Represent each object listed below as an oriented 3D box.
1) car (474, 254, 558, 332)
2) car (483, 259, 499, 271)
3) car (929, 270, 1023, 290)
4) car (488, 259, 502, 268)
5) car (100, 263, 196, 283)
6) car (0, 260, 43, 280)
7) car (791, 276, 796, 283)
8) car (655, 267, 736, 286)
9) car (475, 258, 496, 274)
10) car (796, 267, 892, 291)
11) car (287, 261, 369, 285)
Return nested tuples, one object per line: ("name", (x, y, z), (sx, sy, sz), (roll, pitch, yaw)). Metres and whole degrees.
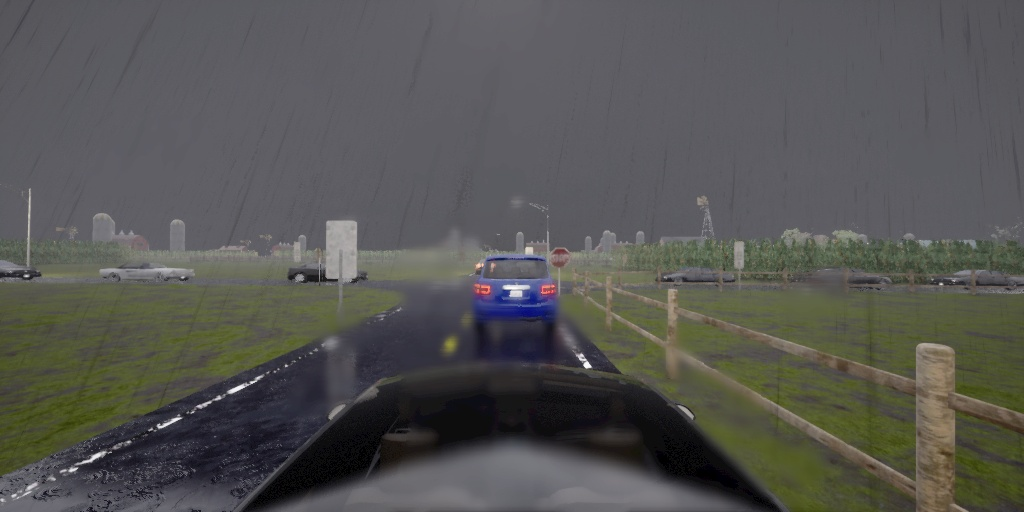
("car", (0.060, 0.973, 11.048), (2.150, 2.045, 5.566), (0, 0, -1))
("car", (-2.924, 1.207, 50.600), (1.882, 1.535, 5.008), (0, 0, 0))
("car", (34.563, 1.740, 26.631), (5.357, 1.411, 2.033), (1, -1, 0))
("car", (-2.933, 1.262, 62.479), (2.033, 1.411, 5.357), (0, 0, 0))
("car", (-24.039, 1.083, 23.794), (4.718, 1.301, 1.895), (1, -1, 0))
("car", (-34.855, 0.919, 23.818), (5.357, 1.411, 2.033), (1, -1, 1))
("car", (23.987, 1.612, 26.656), (5.357, 1.411, 2.033), (1, -1, 0))
("car", (13.577, 1.489, 26.655), (5.357, 1.411, 2.033), (1, -1, -1))
("car", (-2.913, 1.090, 40.695), (2.097, 1.767, 4.553), (0, 0, 0))
("car", (22.126, 1.505, 23.707), (4.892, 1.490, 1.837), (1, -1, 0))
("car", (-12.205, 1.089, 23.973), (5.008, 1.535, 1.882), (1, -1, -3))
